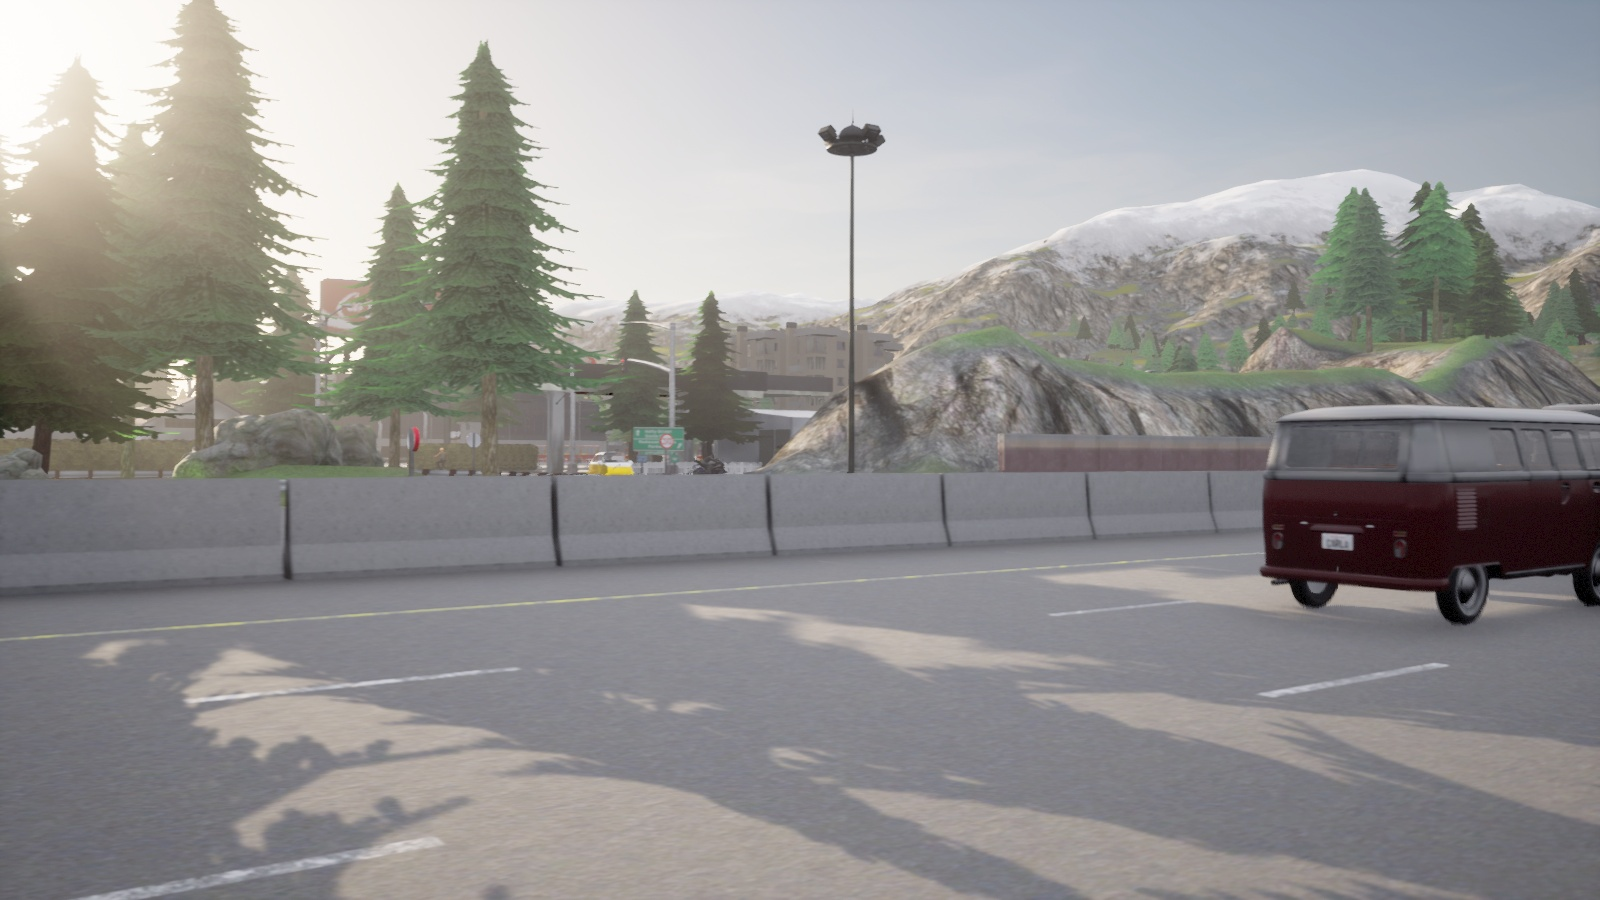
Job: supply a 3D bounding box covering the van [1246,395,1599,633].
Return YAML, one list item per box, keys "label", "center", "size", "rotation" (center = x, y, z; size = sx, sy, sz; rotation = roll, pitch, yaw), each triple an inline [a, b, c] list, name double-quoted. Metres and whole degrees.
- label: "van"
  center: [6.578, 0.535, 12.501]
  size: [4.442, 1.987, 1.775]
  rotation: [0, 0, -35]

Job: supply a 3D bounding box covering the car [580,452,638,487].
- label: "car"
  center: [-7.639, 0.778, 50.142]
  size: [1.481, 1.376, 2.207]
  rotation: [0, -1, -35]

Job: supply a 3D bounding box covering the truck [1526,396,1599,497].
- label: "truck"
  center: [29.938, -0.107, 45.814]
  size: [7.936, 3.462, 2.891]
  rotation: [0, 0, -35]

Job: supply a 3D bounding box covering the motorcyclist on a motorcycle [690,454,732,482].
- label: "motorcyclist on a motorcycle"
  center: [-5.018, 1.018, 70.936]
  size: [2.191, 1.530, 0.866]
  rotation: [0, 0, -35]
